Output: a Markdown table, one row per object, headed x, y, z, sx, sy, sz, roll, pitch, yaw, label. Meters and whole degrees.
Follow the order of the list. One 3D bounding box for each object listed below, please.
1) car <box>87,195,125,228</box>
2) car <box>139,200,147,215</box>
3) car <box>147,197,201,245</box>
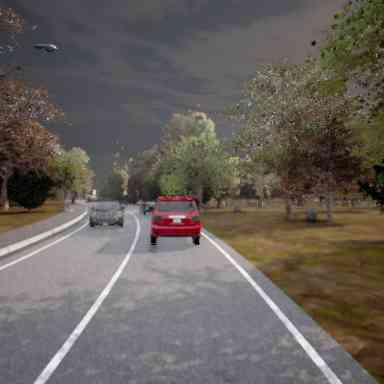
| x | y | z | sx | sy | sz | roll | pitch | yaw | label |
| --- | --- | --- | --- | --- | --- | --- | --- | --- | --- |
| -5.545 | 1.335 | 22.182 | 2.097 | 1.767 | 4.553 | 1 | 0 | -10 | car |
| -4.328 | 1.575 | 34.376 | 2.033 | 1.411 | 5.357 | 1 | 0 | -15 | car |
| -0.896 | 1.243 | 15.956 | 2.150 | 2.045 | 5.566 | 1 | 0 | -6 | car |
